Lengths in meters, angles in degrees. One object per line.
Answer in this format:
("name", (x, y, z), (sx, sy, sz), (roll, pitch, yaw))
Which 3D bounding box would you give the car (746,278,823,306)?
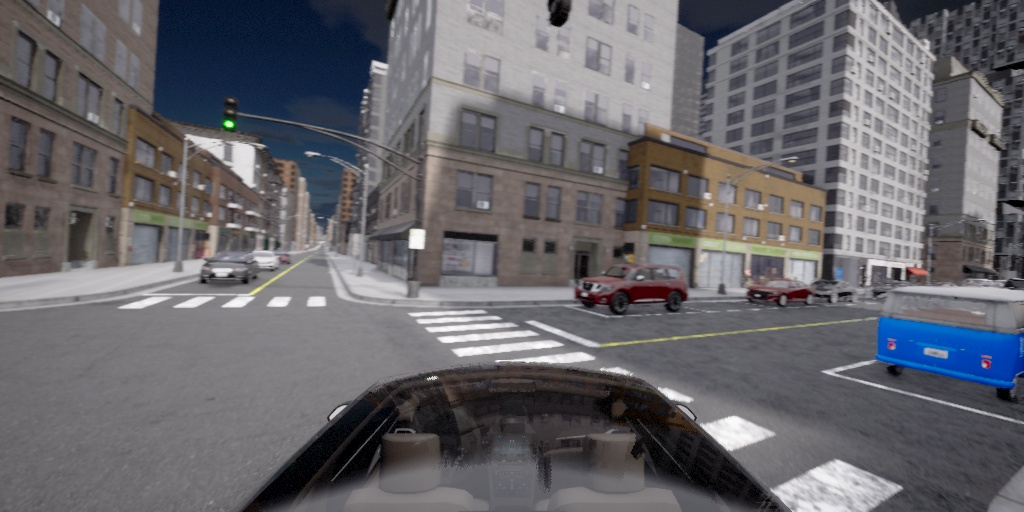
("car", (14.804, 1.914, 19.821), (4.507, 1.381, 1.888), (0, 0, -28))

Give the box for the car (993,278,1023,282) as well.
("car", (33.943, 2.525, 23.345), (5.566, 2.045, 2.150), (3, 0, -28))

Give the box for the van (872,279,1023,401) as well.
("van", (8.875, 1.502, 7.041), (3.998, 1.789, 1.690), (0, 0, -28))

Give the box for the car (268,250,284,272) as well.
("car", (-18.720, 0.331, 26.992), (1.812, 1.442, 4.674), (3, 0, -28))

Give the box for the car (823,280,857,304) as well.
("car", (19.758, 2.165, 22.444), (4.313, 1.339, 1.948), (0, 0, -28))

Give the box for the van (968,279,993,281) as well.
("van", (49.480, 3.315, 38.176), (3.998, 1.789, 1.690), (0, 0, -28))

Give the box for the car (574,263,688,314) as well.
("car", (4.897, 1.223, 14.578), (5.009, 1.841, 2.192), (0, 0, -28))

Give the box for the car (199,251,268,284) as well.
("car", (-14.083, 0.514, 18.127), (2.128, 1.511, 4.902), (3, 0, -29))

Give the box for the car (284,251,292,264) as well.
("car", (-24.109, 0.122, 37.276), (1.994, 1.385, 4.181), (3, 0, -28))

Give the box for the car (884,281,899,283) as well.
("car", (29.665, 2.625, 27.688), (4.313, 1.339, 1.948), (0, 0, -28))
